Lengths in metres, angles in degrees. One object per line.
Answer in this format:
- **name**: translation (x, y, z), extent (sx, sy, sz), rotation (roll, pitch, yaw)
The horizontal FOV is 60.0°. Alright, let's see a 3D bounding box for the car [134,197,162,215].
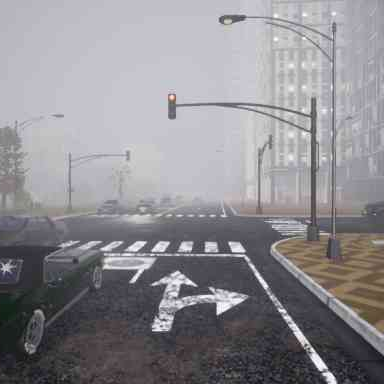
- **car**: translation (-4.660, 1.483, 34.109), extent (2.128, 1.511, 4.902), rotation (0, 0, 1)

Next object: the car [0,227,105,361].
- **car**: translation (-3.038, 1.600, 5.960), extent (1.895, 1.301, 4.718), rotation (0, 0, 1)

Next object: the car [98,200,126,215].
- **car**: translation (-8.153, 1.517, 34.213), extent (1.812, 1.442, 4.674), rotation (0, 0, 5)

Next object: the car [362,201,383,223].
- **car**: translation (14.841, 1.059, 22.956), extent (5.566, 2.045, 2.150), rotation (0, 0, 5)

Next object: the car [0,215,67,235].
- **car**: translation (-6.311, 1.545, 12.089), extent (2.033, 1.411, 5.357), rotation (0, 0, 2)

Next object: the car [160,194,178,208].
- **car**: translation (-3.666, 1.497, 49.588), extent (1.837, 1.490, 4.892), rotation (0, 0, 5)

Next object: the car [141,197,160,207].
- **car**: translation (-6.623, 1.540, 53.341), extent (2.033, 1.411, 5.357), rotation (0, 0, 5)

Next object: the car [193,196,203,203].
- **car**: translation (1.261, 1.527, 67.991), extent (1.812, 1.442, 4.674), rotation (0, 0, 5)

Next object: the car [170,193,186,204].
- **car**: translation (-2.473, 1.350, 63.966), extent (2.097, 1.767, 4.553), rotation (0, 0, 5)
